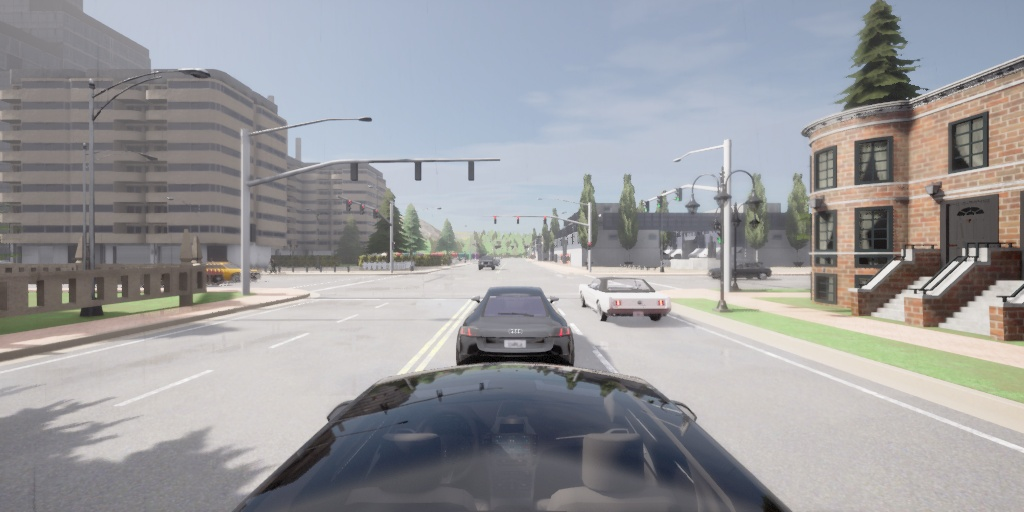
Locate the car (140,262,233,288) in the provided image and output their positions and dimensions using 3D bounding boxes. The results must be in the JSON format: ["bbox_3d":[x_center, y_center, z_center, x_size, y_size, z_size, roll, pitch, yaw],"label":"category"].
[{"bbox_3d":[-21.503,1.227,23.257,5.008,1.535,1.882,0,0,0],"label":"car"}]

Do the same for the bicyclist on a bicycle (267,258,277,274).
[{"bbox_3d":[-25.251,1.052,37.744,0.582,1.620,1.656,0,0,0],"label":"bicyclist on a bicycle"}]

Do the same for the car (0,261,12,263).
[{"bbox_3d":[-49.375,1.255,33.922,4.892,1.490,1.837,0,0,1],"label":"car"}]

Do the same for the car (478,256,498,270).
[{"bbox_3d":[-3.591,0.971,51.968,2.150,2.045,5.566,0,0,0],"label":"car"}]

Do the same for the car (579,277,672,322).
[{"bbox_3d":[3.581,1.351,12.346,1.895,1.301,4.718,0,0,0],"label":"car"}]

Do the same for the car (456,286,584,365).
[{"bbox_3d":[0.063,1.314,7.497,1.994,1.385,4.181,0,0,0],"label":"car"}]

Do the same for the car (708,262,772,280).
[{"bbox_3d":[19.085,1.254,30.136,4.892,1.490,1.837,0,0,-1],"label":"car"}]

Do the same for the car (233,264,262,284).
[{"bbox_3d":[-21.496,1.227,26.758,5.008,1.535,1.882,0,0,0],"label":"car"}]
